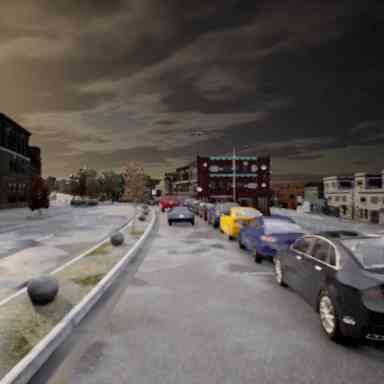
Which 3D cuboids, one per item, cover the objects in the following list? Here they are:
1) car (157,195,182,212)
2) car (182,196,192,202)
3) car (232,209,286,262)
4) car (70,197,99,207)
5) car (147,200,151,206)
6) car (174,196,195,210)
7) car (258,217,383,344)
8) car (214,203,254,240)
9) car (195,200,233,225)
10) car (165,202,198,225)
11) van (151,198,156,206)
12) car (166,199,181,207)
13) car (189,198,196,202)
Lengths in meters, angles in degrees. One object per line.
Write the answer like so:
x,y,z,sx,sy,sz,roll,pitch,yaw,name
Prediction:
-2.939,1.460,42.900,2.150,2.045,5.566,0,-1,-9,car
-0.317,1.618,45.301,2.185,1.767,4.553,0,-1,-9,car
2.875,1.560,12.098,2.002,1.452,4.674,0,0,-1,car
-22.089,2.071,68.350,5.566,2.045,2.435,0,-2,-15,car
-9.175,2.762,83.098,2.163,1.488,4.792,0,-2,-16,car
-1.256,1.569,50.833,2.435,2.045,5.566,0,-1,-10,car
2.988,1.492,6.551,2.231,1.521,4.892,0,0,0,car
2.642,1.554,17.642,2.097,1.535,5.008,0,0,-2,car
1.797,1.651,28.861,2.163,1.488,4.792,0,0,-5,car
-0.903,1.685,25.553,1.994,1.385,4.181,0,0,-5,car
-7.619,2.309,77.877,1.878,1.987,4.442,0,-2,-15,van
-3.480,2.077,61.646,2.002,1.452,4.674,0,-1,-12,car
1.213,1.695,34.350,2.002,1.452,4.674,0,0,-6,car
